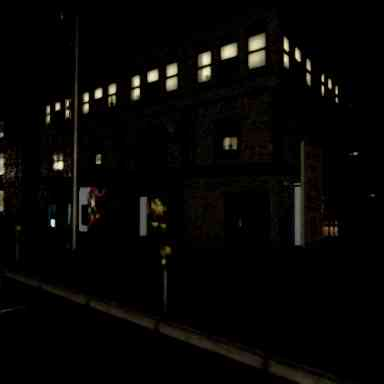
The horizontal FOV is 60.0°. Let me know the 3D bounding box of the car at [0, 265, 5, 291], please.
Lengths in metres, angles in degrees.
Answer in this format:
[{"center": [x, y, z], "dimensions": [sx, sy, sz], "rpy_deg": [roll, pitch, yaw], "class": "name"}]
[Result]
[{"center": [-6.080, 1.587, 7.746], "dimensions": [4.829, 1.417, 1.752], "rpy_deg": [0, -2, 39], "class": "car"}]
